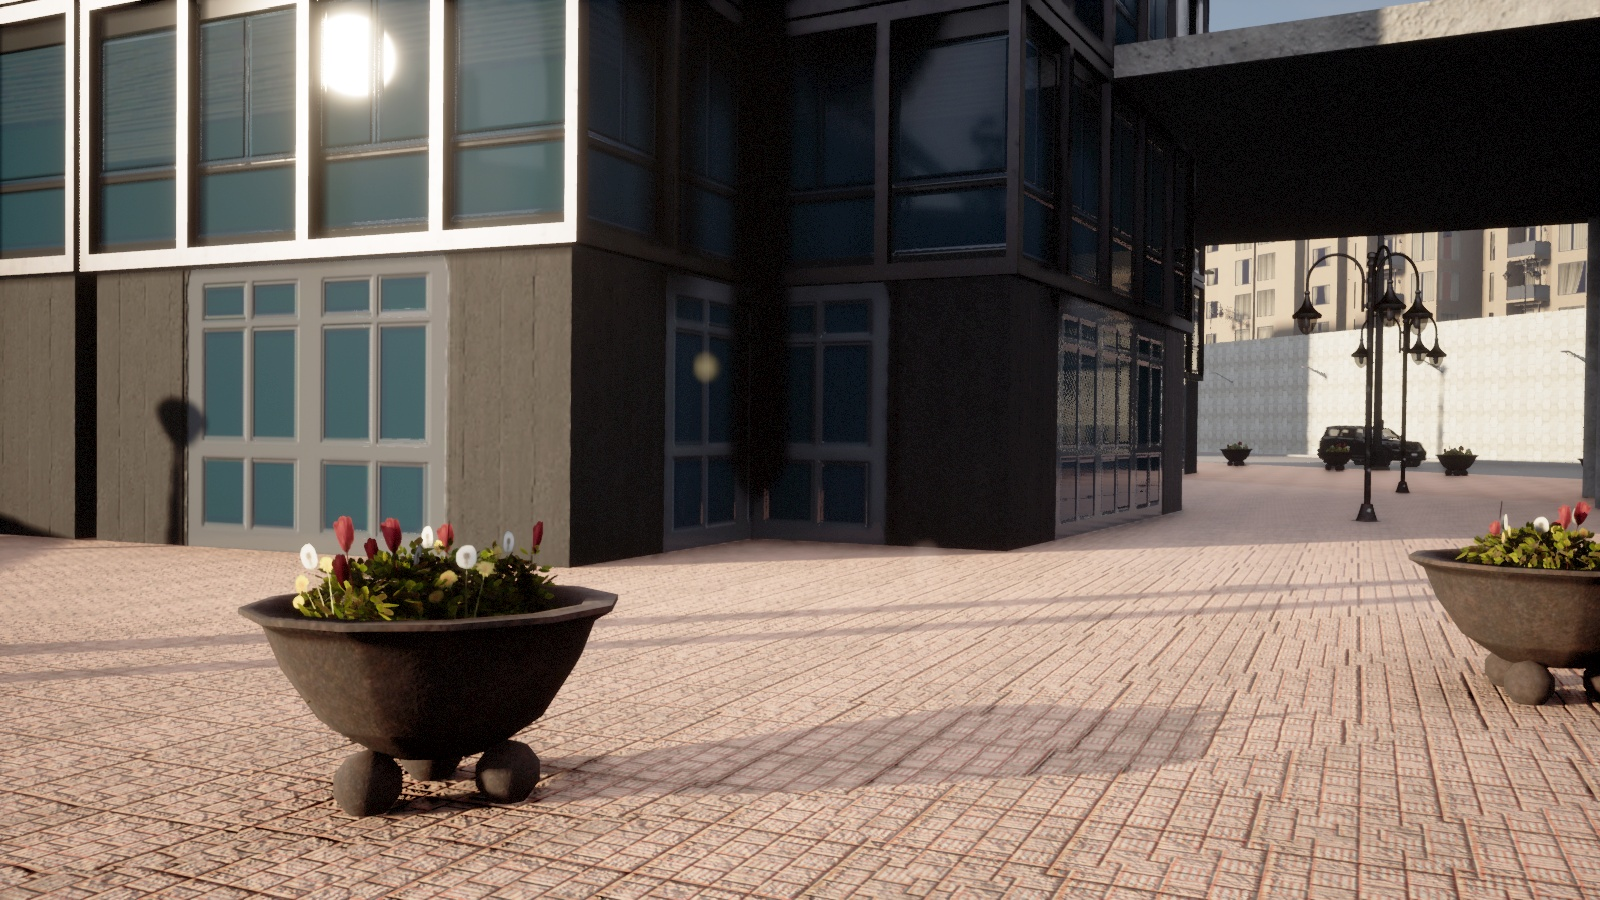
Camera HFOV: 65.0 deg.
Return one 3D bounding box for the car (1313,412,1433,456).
[{"bbox_3d":[28.266,-0.800,62.189,2.150,2.045,5.566,-1,1,-20],"label":"car"}]
